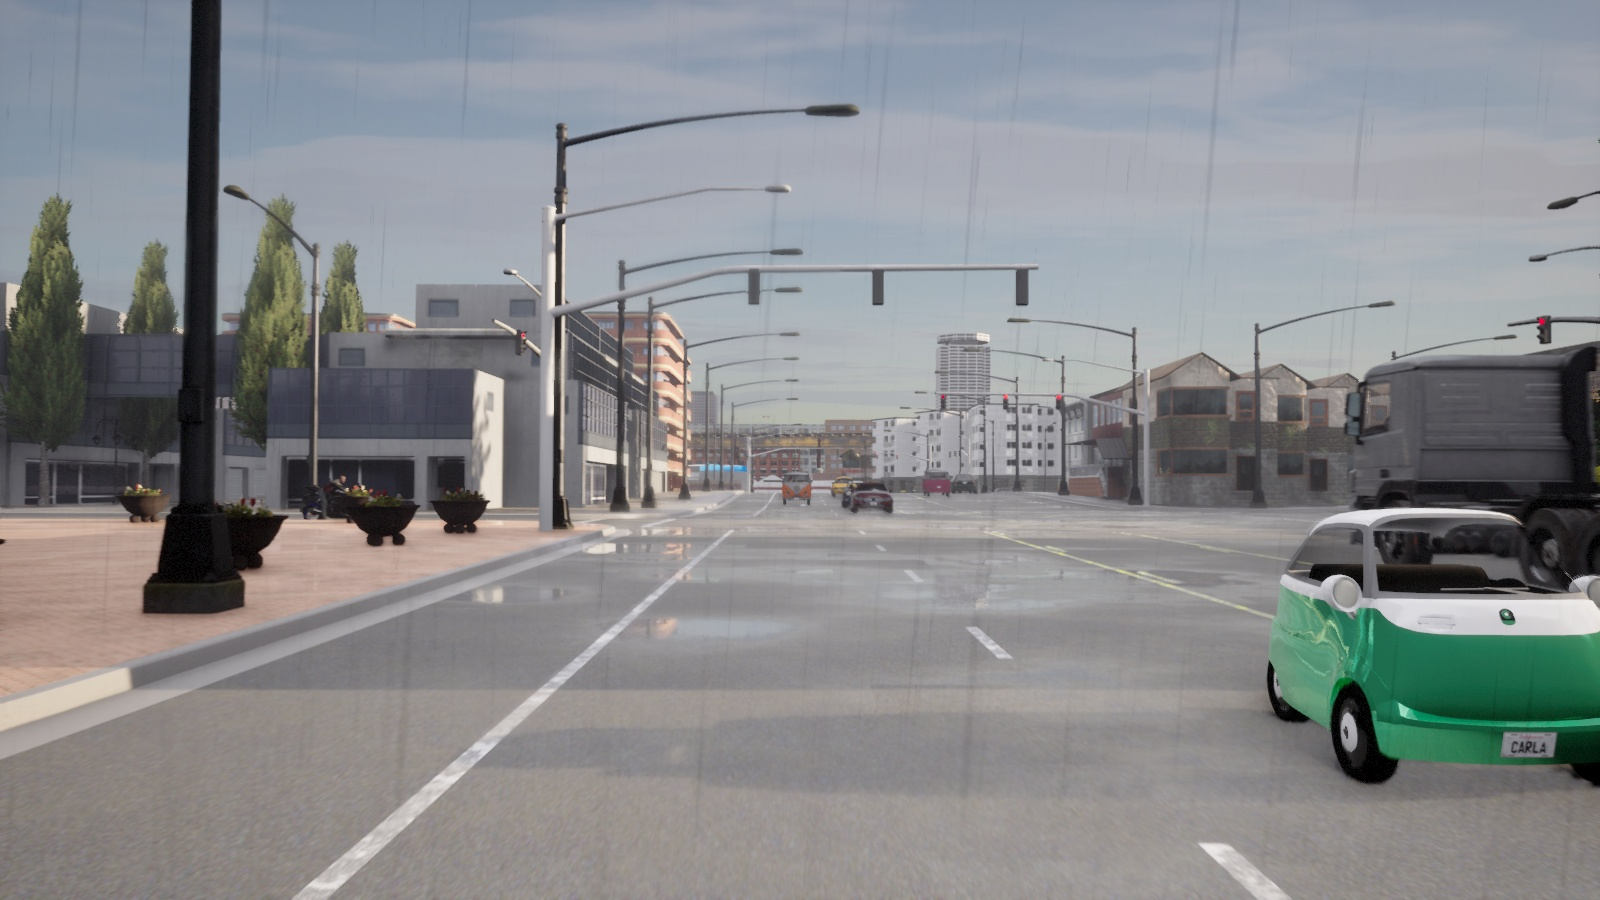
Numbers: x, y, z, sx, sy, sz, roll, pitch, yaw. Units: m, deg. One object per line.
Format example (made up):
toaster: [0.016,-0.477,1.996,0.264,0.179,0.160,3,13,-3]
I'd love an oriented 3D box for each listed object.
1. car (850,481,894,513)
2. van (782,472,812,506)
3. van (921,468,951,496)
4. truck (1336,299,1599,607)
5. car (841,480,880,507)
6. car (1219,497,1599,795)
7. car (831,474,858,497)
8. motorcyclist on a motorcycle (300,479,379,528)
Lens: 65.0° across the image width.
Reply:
car: [3.371,2.204,59.200,1.812,1.442,4.674,0,-1,0]
van: [-0.181,2.330,76.420,1.775,1.987,4.442,0,-1,0]
van: [10.274,2.412,95.123,1.775,1.987,4.442,0,0,0]
truck: [10.455,0.082,17.080,2.891,3.462,7.936,0,-1,0]
car: [3.335,2.429,70.255,1.970,1.475,3.806,0,-1,0]
car: [3.483,0.976,7.088,1.481,1.376,2.207,0,-1,0]
car: [3.284,2.612,92.604,1.801,1.575,5.366,0,0,0]
motorcyclist on a motorcycle: [-14.542,1.693,39.706,2.191,1.530,0.866,0,-2,0]
